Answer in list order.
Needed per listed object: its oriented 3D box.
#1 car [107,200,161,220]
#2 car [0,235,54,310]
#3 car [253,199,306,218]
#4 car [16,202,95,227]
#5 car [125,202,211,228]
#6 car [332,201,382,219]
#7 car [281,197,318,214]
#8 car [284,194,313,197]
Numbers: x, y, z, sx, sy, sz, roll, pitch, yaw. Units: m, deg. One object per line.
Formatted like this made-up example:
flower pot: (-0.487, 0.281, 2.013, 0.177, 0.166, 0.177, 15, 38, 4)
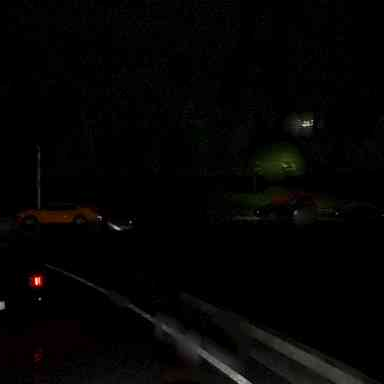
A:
car: (-5.232, 1.602, 28.281, 4.718, 1.301, 1.895, 0, 0, -22)
car: (-4.680, 1.601, 7.151, 1.895, 1.301, 4.718, 0, 0, -41)
car: (7.599, 1.564, 29.737, 4.181, 1.385, 1.994, 0, 0, -22)
car: (-9.269, 1.478, 22.852, 5.008, 1.535, 1.882, 0, 0, -22)
car: (-1.451, 1.548, 22.263, 5.357, 1.411, 2.033, 0, 0, -22)
car: (14.253, 1.526, 28.654, 4.674, 1.442, 1.812, 0, 0, -22)
car: (11.000, 1.526, 34.887, 4.674, 1.442, 1.812, 0, 0, -22)
car: (11.897, 1.222, 39.051, 5.566, 2.045, 2.150, 0, 0, -22)
